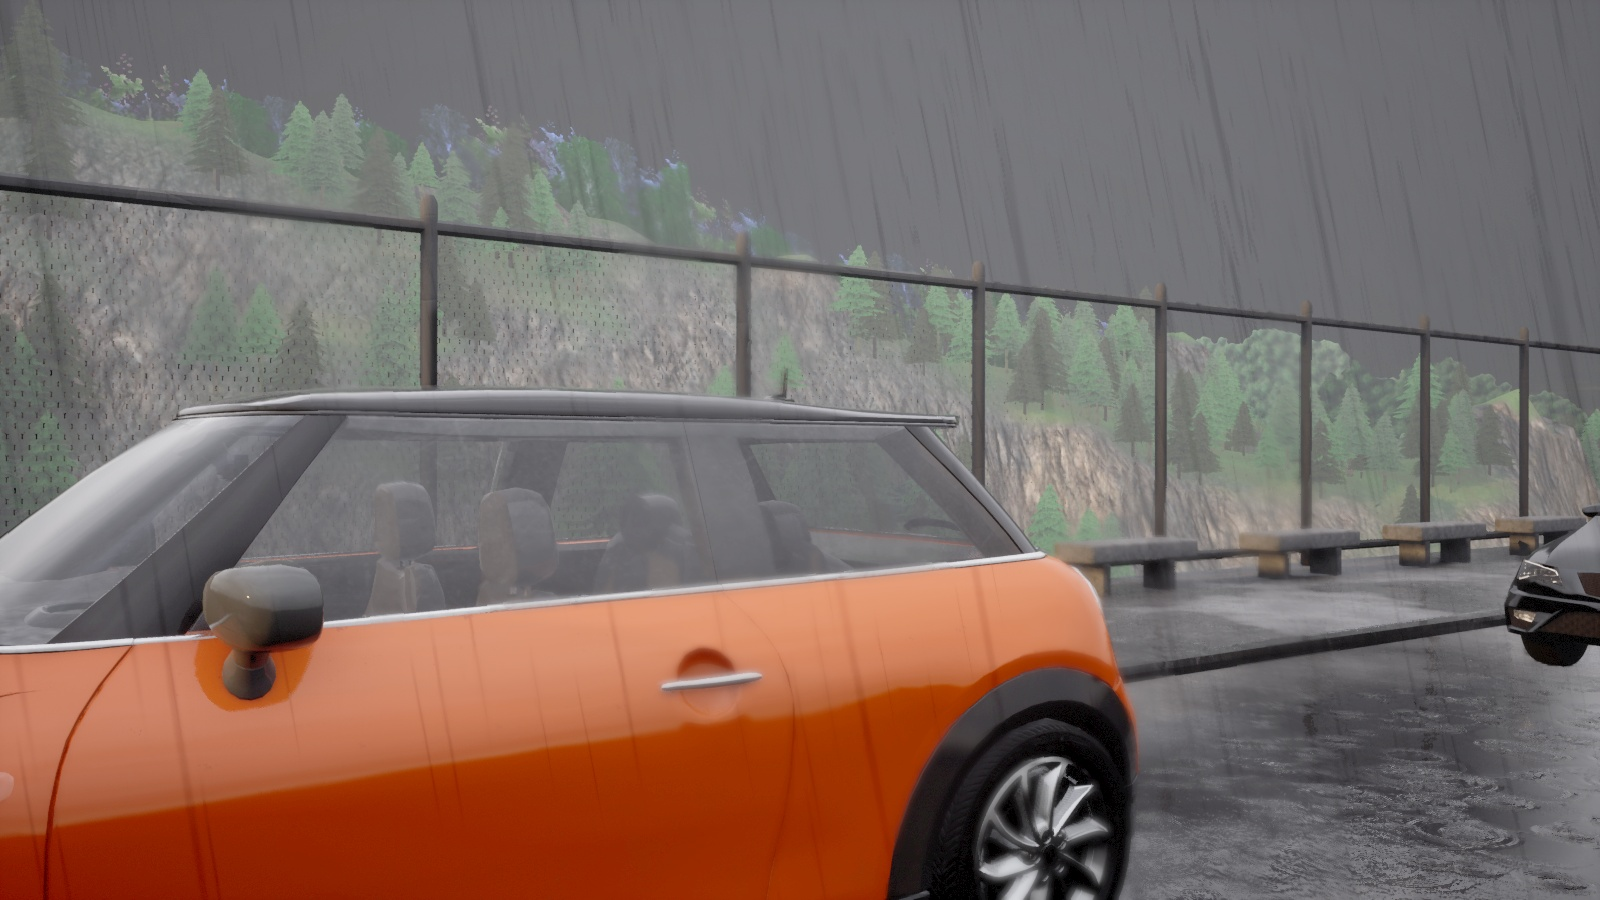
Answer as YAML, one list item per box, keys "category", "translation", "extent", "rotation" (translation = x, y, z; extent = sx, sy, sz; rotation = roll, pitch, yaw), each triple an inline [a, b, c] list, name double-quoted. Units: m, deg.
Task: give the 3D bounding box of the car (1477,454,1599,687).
- category: "car"
  translation: [6.878, 0.766, 9.058]
  extent: [4.193, 1.474, 1.816]
  rotation: [0, 0, -35]

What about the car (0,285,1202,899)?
- category: "car"
  translation: [-1.240, 0.614, 3.405]
  extent: [4.553, 1.767, 2.097]
  rotation: [0, 0, -35]
